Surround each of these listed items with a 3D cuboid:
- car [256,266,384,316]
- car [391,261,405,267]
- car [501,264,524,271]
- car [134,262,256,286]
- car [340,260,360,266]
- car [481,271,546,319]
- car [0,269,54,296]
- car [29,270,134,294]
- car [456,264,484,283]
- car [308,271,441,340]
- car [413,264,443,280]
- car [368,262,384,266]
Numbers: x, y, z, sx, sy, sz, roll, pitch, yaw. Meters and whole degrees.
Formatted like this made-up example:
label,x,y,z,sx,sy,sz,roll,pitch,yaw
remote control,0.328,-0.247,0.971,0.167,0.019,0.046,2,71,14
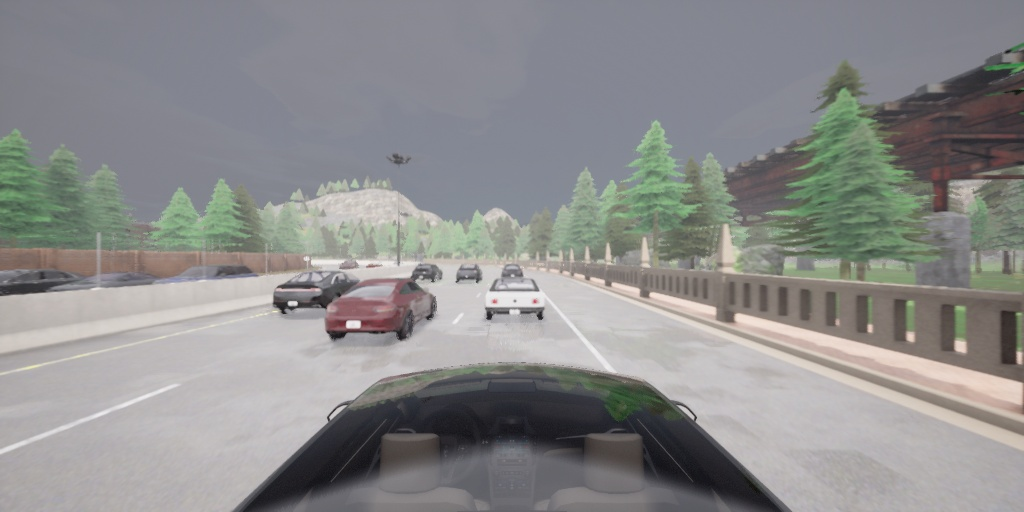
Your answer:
label,x,y,z,sx,sy,sz,roll,pitch,yaw
car,-6.912,1.302,13.733,2.128,1.511,4.902,0,0,0
car,-17.005,1.526,53.848,1.812,1.442,4.674,0,0,-13
car,0.019,1.407,30.749,1.812,1.442,4.674,0,0,-1
car,-14.122,1.181,16.754,2.097,1.767,4.553,0,0,0
car,-24.100,1.355,53.344,2.097,1.767,4.553,0,0,-14
car,0.089,1.402,12.969,1.895,1.301,4.718,0,0,0
car,-21.117,1.333,15.358,1.837,1.490,4.892,0,0,0
car,-17.619,1.392,15.972,1.994,1.385,4.181,0,0,0
car,-3.464,1.371,29.705,2.128,1.511,4.902,0,0,-1
car,-3.414,1.316,10.008,1.812,1.442,4.674,0,0,0
car,-6.967,1.388,29.818,1.837,1.490,4.892,0,0,-1
car,-20.654,1.606,54.407,1.895,1.301,4.718,0,0,-13
